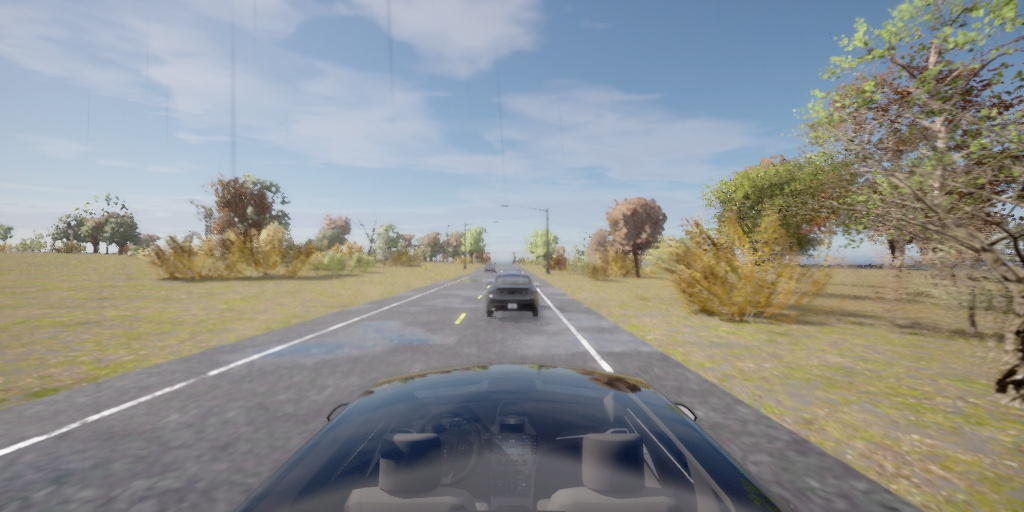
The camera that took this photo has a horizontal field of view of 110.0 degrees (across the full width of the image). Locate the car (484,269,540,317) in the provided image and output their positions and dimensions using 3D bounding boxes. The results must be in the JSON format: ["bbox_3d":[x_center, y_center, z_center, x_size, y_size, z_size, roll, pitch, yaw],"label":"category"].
[{"bbox_3d":[0.041,1.414,13.961,1.837,1.490,4.892,0,-1,1],"label":"car"}]

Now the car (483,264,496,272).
[{"bbox_3d":[-3.578,2.019,58.545,1.837,1.490,4.892,0,-1,0],"label":"car"}]

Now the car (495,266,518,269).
[{"bbox_3d":[0.015,1.630,26.985,2.033,1.411,5.357,0,-1,1],"label":"car"}]
